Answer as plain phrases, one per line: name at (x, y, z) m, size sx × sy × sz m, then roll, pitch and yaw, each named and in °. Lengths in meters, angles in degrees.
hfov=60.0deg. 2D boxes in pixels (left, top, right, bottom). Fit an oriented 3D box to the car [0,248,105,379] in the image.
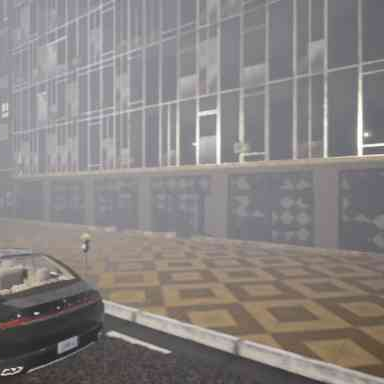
car at (-3.239, 1.563, 5.181) m, size 4.403 × 1.369 × 2.008 m, roll 0°, pitch 0°, yaw 35°
